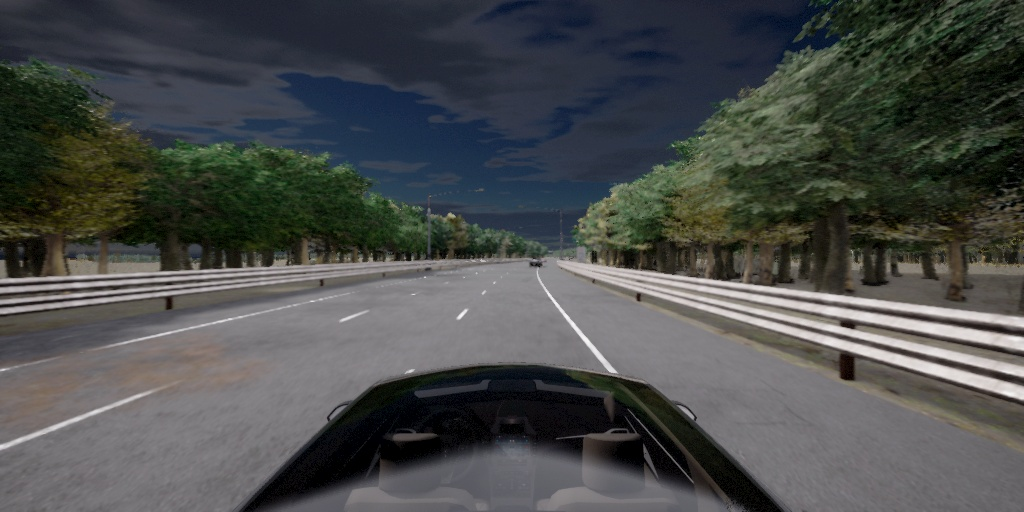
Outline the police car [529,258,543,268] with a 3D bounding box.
[{"bbox_3d":[4.074,1.276,64.742,1.930,1.638,5.238,0,0,6],"label":"police car"}]
